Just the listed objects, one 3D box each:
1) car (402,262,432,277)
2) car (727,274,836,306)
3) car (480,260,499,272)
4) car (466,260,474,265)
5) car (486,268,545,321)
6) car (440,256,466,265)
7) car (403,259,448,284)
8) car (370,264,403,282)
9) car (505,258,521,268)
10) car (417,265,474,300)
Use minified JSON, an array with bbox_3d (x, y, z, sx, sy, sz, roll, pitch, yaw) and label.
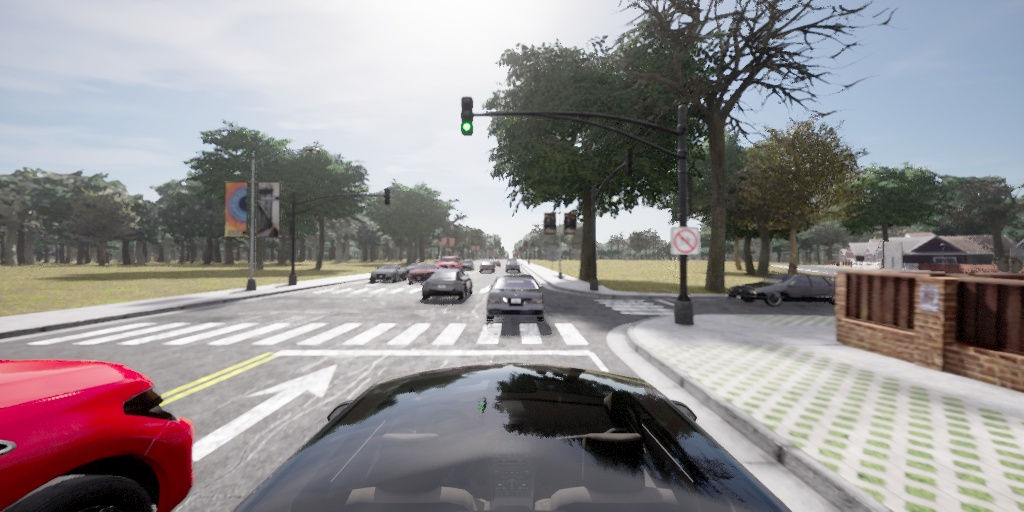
[{"bbox_3d":[-9.823,1.372,37.328,1.994,1.385,4.181,0,0,1],"label":"car"},{"bbox_3d":[13.069,1.533,16.630,5.357,1.411,2.033,1,-1,-3],"label":"car"},{"bbox_3d":[-3.136,1.366,46.519,2.033,1.411,5.357,0,0,0],"label":"car"},{"bbox_3d":[-6.542,1.328,51.757,1.837,1.490,4.892,0,0,1],"label":"car"},{"bbox_3d":[0.111,1.320,12.588,2.033,1.411,5.357,1,0,0],"label":"car"},{"bbox_3d":[-6.589,1.030,37.787,2.150,2.045,5.566,0,0,1],"label":"car"},{"bbox_3d":[-6.584,1.271,27.869,1.882,1.535,5.008,0,0,0],"label":"car"},{"bbox_3d":[-9.829,1.359,28.923,1.994,1.385,4.181,0,0,1],"label":"car"},{"bbox_3d":[0.114,1.366,46.172,2.033,1.411,5.357,0,0,0],"label":"car"},{"bbox_3d":[-3.145,1.341,18.072,1.994,1.385,4.181,0,0,0],"label":"car"}]
